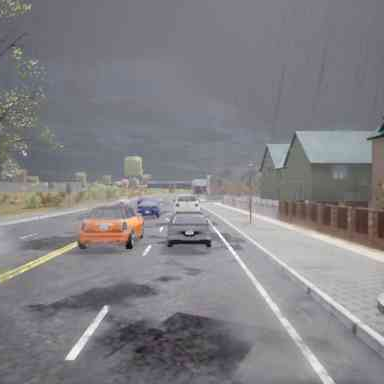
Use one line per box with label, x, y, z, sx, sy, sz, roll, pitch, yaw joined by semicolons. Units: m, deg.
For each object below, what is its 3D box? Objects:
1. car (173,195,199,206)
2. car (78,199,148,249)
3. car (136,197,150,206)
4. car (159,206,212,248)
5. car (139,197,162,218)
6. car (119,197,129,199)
car;-0.498;1.244;29.873;2.150;2.045;5.566;0;0;-2
car;-3.373;1.360;14.681;2.097;1.767;4.553;0;0;-1
car;-8.286;1.576;56.677;2.033;1.411;5.357;0;0;-4
car;-0.125;1.556;14.766;2.033;1.411;5.357;0;0;-1
car;-3.746;1.473;29.739;1.882;1.535;5.008;0;0;-2
car;-11.530;1.538;56.475;1.812;1.442;4.674;0;0;-4
